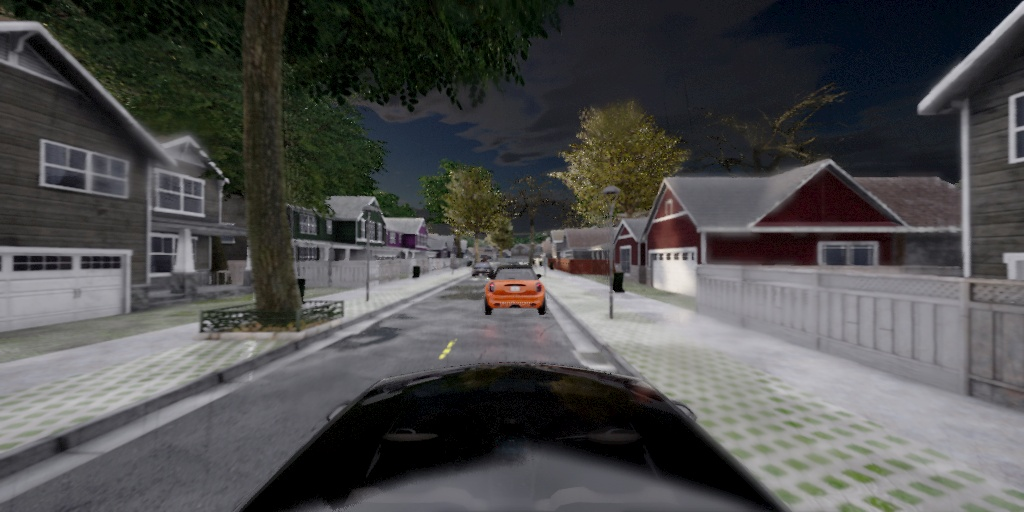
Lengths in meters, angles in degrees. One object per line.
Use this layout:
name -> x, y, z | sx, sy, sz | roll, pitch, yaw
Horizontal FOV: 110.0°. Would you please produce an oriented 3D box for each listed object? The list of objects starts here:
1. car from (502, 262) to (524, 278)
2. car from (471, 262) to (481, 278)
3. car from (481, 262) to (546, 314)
car -> 0.119, 1.332, 36.372 | 2.033, 1.411, 5.357 | 0, 0, 0
car -> -2.828, 1.329, 35.125 | 2.033, 1.411, 5.357 | 0, 0, 0
car -> 0.106, 1.108, 13.988 | 2.097, 1.767, 4.553 | 0, 0, 0
